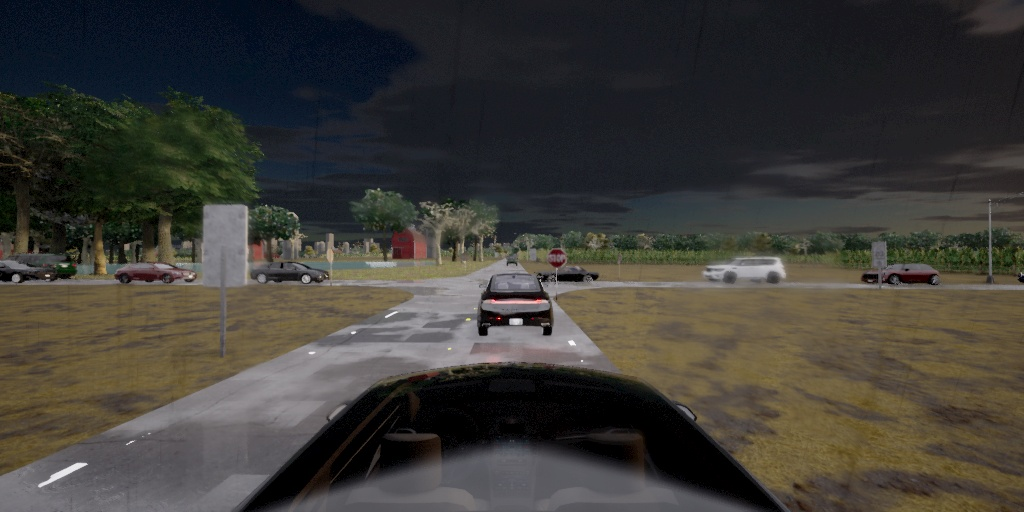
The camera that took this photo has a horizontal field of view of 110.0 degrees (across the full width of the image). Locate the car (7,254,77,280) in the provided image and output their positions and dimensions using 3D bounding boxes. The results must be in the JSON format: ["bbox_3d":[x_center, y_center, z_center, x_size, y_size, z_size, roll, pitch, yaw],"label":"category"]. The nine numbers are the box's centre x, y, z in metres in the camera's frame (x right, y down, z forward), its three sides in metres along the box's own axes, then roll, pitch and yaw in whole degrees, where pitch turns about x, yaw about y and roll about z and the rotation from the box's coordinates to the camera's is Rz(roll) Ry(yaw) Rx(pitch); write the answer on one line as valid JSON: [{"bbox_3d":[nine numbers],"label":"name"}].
[{"bbox_3d":[-37.312,0.878,27.753,5.566,2.045,2.150,0,-1,0],"label":"car"}]

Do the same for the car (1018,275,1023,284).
[{"bbox_3d":[42.592,1.710,27.731,4.718,1.301,1.895,1,-1,0],"label":"car"}]

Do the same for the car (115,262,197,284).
[{"bbox_3d":[-24.574,1.151,24.801,4.674,1.442,1.812,0,-1,0],"label":"car"}]

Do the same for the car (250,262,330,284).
[{"bbox_3d":[-15.287,1.163,24.859,4.892,1.490,1.837,0,-1,-2],"label":"car"}]

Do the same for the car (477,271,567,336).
[{"bbox_3d":[0.059,1.243,10.360,2.128,1.511,4.902,0,0,-1],"label":"car"}]

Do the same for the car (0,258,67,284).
[{"bbox_3d":[-34.631,1.085,24.808,5.008,1.535,1.882,0,-1,0],"label":"car"}]

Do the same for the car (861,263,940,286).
[{"bbox_3d":[29.956,1.345,27.768,4.553,1.767,2.097,1,-1,0],"label":"car"}]

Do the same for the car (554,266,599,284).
[{"bbox_3d":[3.862,1.378,26.198,4.718,1.301,1.895,1,-1,-20],"label":"car"}]

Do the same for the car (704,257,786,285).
[{"bbox_3d":[17.984,1.119,27.771,5.566,2.045,2.150,1,-1,0],"label":"car"}]
